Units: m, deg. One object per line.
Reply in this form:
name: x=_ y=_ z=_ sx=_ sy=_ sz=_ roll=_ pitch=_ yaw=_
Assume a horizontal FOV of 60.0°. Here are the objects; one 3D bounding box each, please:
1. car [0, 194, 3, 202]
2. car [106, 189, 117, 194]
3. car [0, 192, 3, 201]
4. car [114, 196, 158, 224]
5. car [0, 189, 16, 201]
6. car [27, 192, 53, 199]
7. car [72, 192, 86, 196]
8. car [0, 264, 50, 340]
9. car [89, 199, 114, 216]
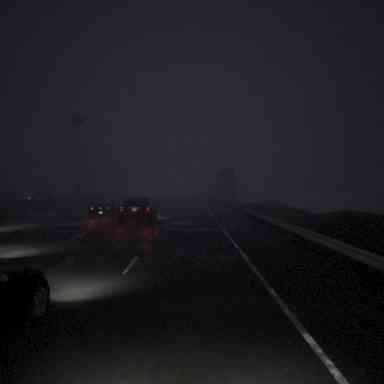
car: x=-31.724 y=1.002 z=51.760 sx=1.895 sy=1.301 sz=4.718 roll=0 pitch=1 yaw=0
car: x=-21.010 y=0.005 z=86.970 sx=2.097 sy=1.767 sz=4.553 roll=0 pitch=1 yaw=1
car: x=-24.712 y=1.055 z=38.850 sx=1.837 sy=1.490 sz=4.892 roll=0 pitch=1 yaw=0
car: x=-3.477 y=1.074 z=22.213 sx=2.097 sy=1.767 sz=4.553 roll=0 pitch=1 yaw=0
car: x=-28.229 y=0.649 z=49.034 sx=2.150 sy=2.045 sz=5.566 roll=0 pitch=1 yaw=0
car: x=-21.234 y=0.797 z=46.737 sx=2.097 sy=1.767 sz=4.553 roll=0 pitch=1 yaw=0
car: x=-24.738 y=0.637 z=73.048 sx=1.812 sy=1.442 sz=4.674 roll=0 pitch=1 yaw=0
car: x=-3.411 y=1.480 z=3.942 sx=1.812 sy=1.442 sz=4.674 roll=0 pitch=1 yaw=0
car: x=-6.996 y=1.260 z=27.707 sx=1.895 sy=1.301 sz=4.718 roll=0 pitch=1 yaw=0
